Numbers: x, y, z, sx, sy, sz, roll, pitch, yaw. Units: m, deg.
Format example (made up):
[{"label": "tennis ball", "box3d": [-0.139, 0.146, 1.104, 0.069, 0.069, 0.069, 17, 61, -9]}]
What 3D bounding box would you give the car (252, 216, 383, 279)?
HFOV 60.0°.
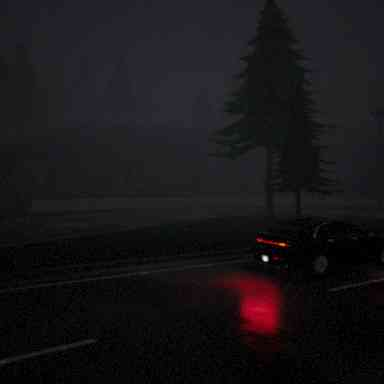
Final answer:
[{"label": "car", "box3d": [4.065, 1.492, 9.986, 4.892, 1.490, 1.837, 0, 0, -29]}]
